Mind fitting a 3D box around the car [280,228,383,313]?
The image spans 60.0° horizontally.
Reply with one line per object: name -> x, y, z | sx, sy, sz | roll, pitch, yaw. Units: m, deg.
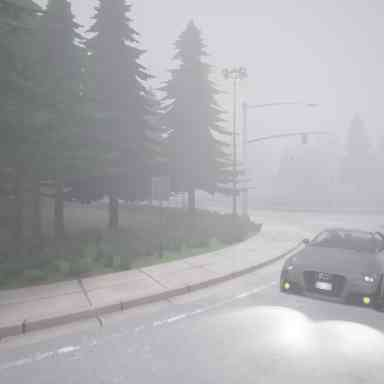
car -> 3.665, 1.564, 7.788 | 1.994, 1.385, 4.181 | 0, 0, 37
